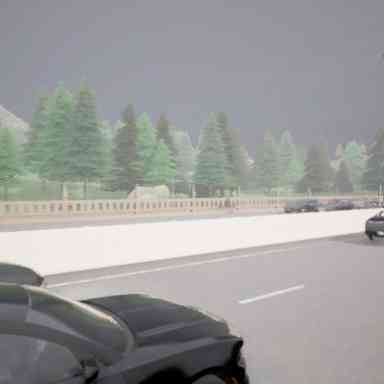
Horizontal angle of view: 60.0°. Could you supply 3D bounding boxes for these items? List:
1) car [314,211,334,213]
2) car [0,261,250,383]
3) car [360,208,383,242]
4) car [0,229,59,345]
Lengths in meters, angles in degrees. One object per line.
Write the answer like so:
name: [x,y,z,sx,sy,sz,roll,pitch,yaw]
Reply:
car: [13.265,1.449,30.615,4.902,1.511,2.128,0,0,-35]
car: [-1.740,1.477,2.504,5.008,1.535,1.882,0,0,-35]
car: [9.676,1.467,14.946,4.902,1.511,2.128,0,0,-35]
car: [-4.681,1.506,4.704,4.892,1.490,1.837,0,0,-35]
